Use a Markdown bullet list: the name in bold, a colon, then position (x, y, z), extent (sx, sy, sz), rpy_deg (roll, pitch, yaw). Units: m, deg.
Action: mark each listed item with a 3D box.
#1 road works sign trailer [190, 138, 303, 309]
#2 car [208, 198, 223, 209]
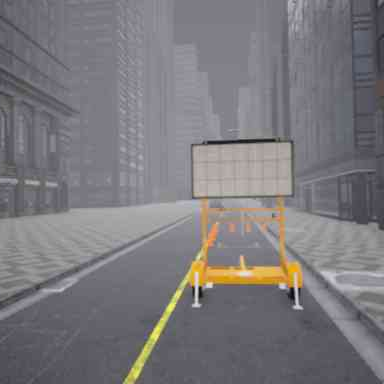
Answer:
- **road works sign trailer**: position (1.214, 0.540, 8.063), extent (2.380, 3.560, 2.880), rpy_deg (-1, -1, 7)
- **car**: position (4.028, 1.900, 56.024), extent (2.150, 2.045, 5.566), rpy_deg (-1, -1, 7)
